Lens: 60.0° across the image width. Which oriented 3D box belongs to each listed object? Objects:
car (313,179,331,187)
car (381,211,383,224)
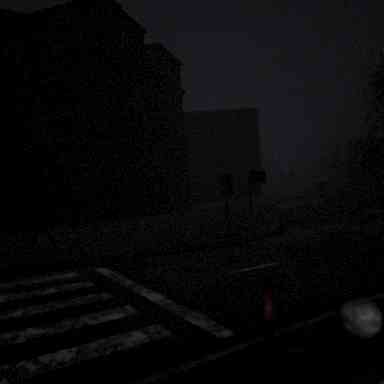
[{"bbox_3d":[22.976,-1.636,58.991,1.882,1.535,5.008,-3,2,5],"label":"car"},{"bbox_3d":[10.645,0.830,14.032,2.097,1.767,4.553,-5,3,-30],"label":"car"}]
